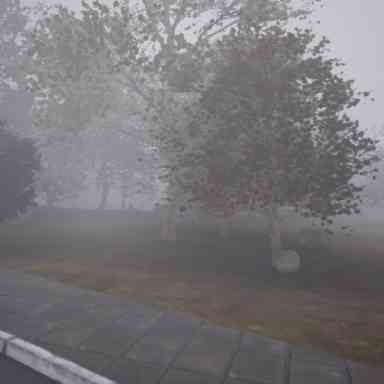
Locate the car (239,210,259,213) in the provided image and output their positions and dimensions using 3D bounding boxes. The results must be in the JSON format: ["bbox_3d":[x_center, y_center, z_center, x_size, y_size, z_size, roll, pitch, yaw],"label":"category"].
[{"bbox_3d":[11.022,3.314,62.564,5.008,1.535,1.882,3,0,-42],"label":"car"}]

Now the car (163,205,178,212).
[{"bbox_3d":[-2.623,2.468,54.190,4.718,1.301,1.895,6,-2,-43],"label":"car"}]

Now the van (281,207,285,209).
[{"bbox_3d":[22.340,3.808,88.462,4.442,1.987,1.878,3,0,-43],"label":"van"}]

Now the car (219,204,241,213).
[{"bbox_3d":[7.281,3.177,63.413,4.181,1.385,1.994,4,0,-43],"label":"car"}]
